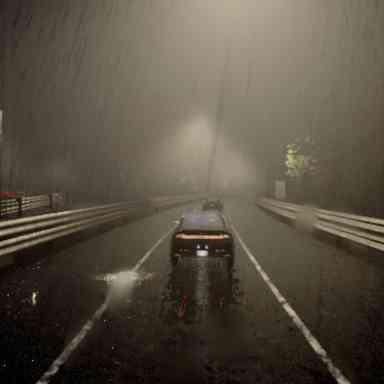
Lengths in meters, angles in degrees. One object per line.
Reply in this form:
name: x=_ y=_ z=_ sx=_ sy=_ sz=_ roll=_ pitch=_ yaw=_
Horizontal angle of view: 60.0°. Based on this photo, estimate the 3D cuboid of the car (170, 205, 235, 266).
car: x=0.365 y=1.397 z=11.222 sx=2.128 sy=1.511 sz=4.902 roll=0 pitch=0 yaw=2

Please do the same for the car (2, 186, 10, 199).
car: x=-24.108 y=0.311 z=42.063 sx=2.150 sy=2.045 sz=5.566 roll=0 pitch=0 yaw=-12

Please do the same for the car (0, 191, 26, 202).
car: x=-25.545 y=0.570 z=47.508 sx=2.128 sy=1.511 sz=4.902 roll=0 pitch=0 yaw=-12

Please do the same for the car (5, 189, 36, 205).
car: x=-20.219 y=0.681 z=40.079 sx=2.128 sy=1.511 sz=4.902 roll=0 pitch=1 yaw=-12

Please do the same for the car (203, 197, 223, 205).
car: x=2.217 y=1.260 z=35.163 sx=1.994 sy=1.385 sz=4.181 roll=0 pitch=1 yaw=6

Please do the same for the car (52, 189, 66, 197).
car: x=-25.575 y=0.176 z=64.307 sx=2.097 sy=1.767 sz=4.553 roll=0 pitch=1 yaw=-12
